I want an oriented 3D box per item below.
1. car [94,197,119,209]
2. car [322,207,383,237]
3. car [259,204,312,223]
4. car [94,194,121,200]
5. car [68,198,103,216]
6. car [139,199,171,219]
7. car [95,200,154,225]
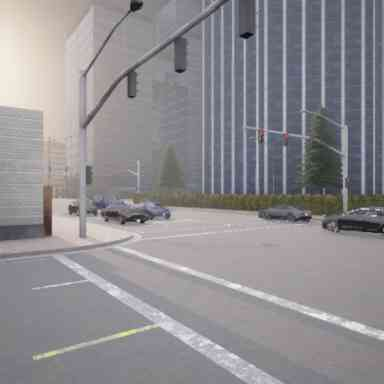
[{"bbox_3d":[-12.218,1.558,47.280,1.837,1.490,4.892,0,0,-36],"label":"car"},{"bbox_3d":[9.253,1.520,17.405,2.128,1.511,4.902,0,0,-36],"label":"car"},{"bbox_3d":[7.274,1.617,26.154,1.994,1.385,4.181,0,0,-36],"label":"car"},{"bbox_3d":[-9.330,1.275,36.947,2.150,2.045,5.566,0,0,-36],"label":"car"},{"bbox_3d":[-10.932,1.559,33.171,1.837,1.490,4.892,0,0,-36],"label":"car"},{"bbox_3d":[-3.667,1.579,29.075,1.812,1.442,4.674,0,0,-36],"label":"car"},{"bbox_3d":[-5.262,1.602,25.262,2.033,1.411,5.357,0,0,-36],"label":"car"}]
